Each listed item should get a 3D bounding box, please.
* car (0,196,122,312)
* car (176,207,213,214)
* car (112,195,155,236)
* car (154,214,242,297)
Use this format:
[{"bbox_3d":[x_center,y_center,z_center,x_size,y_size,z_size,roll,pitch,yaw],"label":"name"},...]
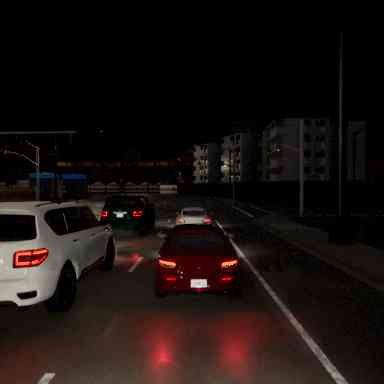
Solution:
[{"bbox_3d":[-3.383,1.217,7.809,2.150,2.045,5.566,0,0,0],"label":"car"},{"bbox_3d":[0.115,1.490,17.539,1.812,1.442,4.674,0,0,1],"label":"car"},{"bbox_3d":[-3.352,1.179,18.168,2.150,2.045,5.566,0,0,0],"label":"car"},{"bbox_3d":[0.120,1.521,8.452,1.812,1.442,4.674,0,0,0],"label":"car"}]
